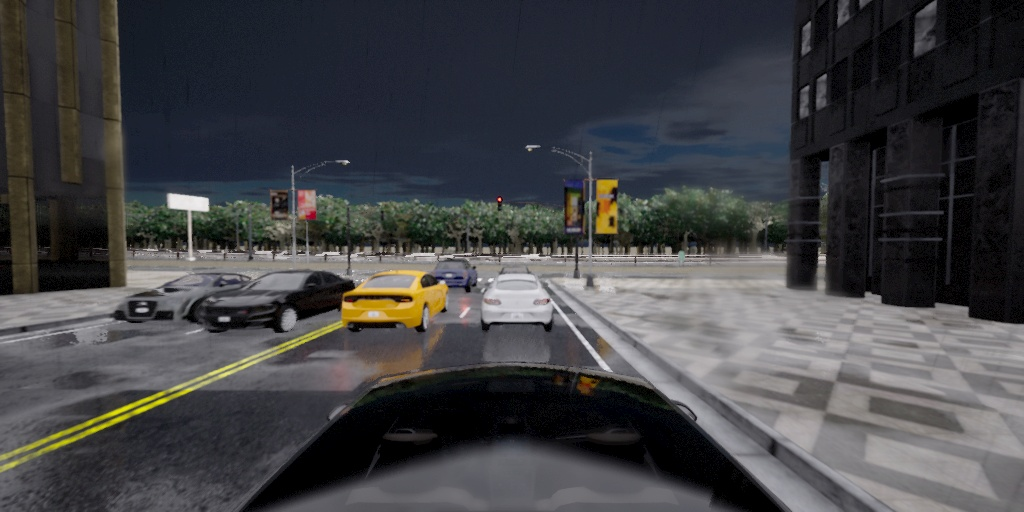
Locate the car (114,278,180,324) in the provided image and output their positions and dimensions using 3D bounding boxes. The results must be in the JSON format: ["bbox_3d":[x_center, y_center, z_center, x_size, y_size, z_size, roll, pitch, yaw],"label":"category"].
[{"bbox_3d":[-9.744,1.231,11.474,1.994,1.385,4.181,0,0,1],"label":"car"}]

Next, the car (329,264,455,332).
[{"bbox_3d":[-3.120,1.154,10.577,1.882,1.535,5.008,0,0,0],"label":"car"}]

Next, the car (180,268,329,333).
[{"bbox_3d":[-6.503,1.152,10.632,1.882,1.535,5.008,0,0,1],"label":"car"}]

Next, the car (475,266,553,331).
[{"bbox_3d":[0.131,1.203,10.568,1.812,1.442,4.674,0,0,0],"label":"car"}]

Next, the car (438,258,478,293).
[{"bbox_3d":[-3.088,0.953,19.757,2.097,1.767,4.553,0,0,0],"label":"car"}]
